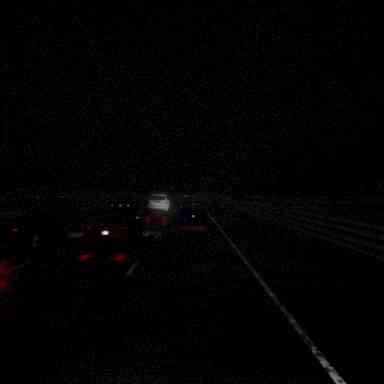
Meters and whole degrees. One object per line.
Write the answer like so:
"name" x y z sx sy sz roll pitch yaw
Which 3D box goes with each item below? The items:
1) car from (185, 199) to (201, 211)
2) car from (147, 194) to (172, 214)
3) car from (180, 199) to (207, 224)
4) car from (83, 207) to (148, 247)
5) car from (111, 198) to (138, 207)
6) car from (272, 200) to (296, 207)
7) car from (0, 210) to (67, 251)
"car" 0.100 1.581 42.912 1.994 1.385 4.181 0 0 0
"car" -3.412 1.237 35.359 2.150 2.045 5.566 0 0 0
"car" 0.098 1.492 25.206 1.882 1.535 5.008 0 0 0
"car" -3.400 1.575 15.051 1.994 1.385 4.181 0 0 0
"car" -6.901 1.367 34.237 2.097 1.767 4.553 0 0 0
"car" 13.839 1.429 49.699 1.812 1.442 4.674 0 0 -19
"car" -6.900 1.516 14.068 1.837 1.490 4.892 0 0 0
